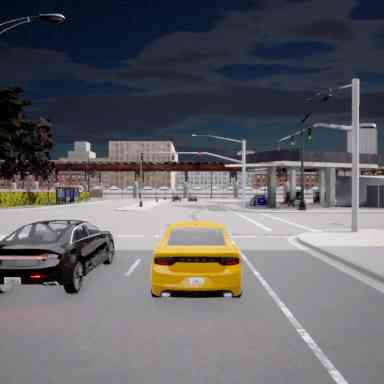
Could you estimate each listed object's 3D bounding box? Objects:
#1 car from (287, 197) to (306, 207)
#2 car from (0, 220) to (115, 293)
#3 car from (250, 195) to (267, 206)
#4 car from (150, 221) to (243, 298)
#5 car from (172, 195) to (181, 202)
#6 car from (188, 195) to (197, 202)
[{"bbox_3d":[15.562,1.425,49.576,1.970,1.475,3.806,0,0,0],"label":"car"},{"bbox_3d":[-3.399,1.474,8.770,2.128,1.511,4.902,0,0,0],"label":"car"},{"bbox_3d":[9.816,1.253,48.826,2.242,1.667,4.611,0,0,0],"label":"car"},{"bbox_3d":[0.100,1.468,8.553,1.882,1.535,5.008,0,0,0],"label":"car"},{"bbox_3d":[-3.342,1.386,73.529,1.837,1.490,4.892,0,0,0],"label":"car"},{"bbox_3d":[0.157,1.446,73.522,1.994,1.385,4.181,0,0,0],"label":"car"}]
